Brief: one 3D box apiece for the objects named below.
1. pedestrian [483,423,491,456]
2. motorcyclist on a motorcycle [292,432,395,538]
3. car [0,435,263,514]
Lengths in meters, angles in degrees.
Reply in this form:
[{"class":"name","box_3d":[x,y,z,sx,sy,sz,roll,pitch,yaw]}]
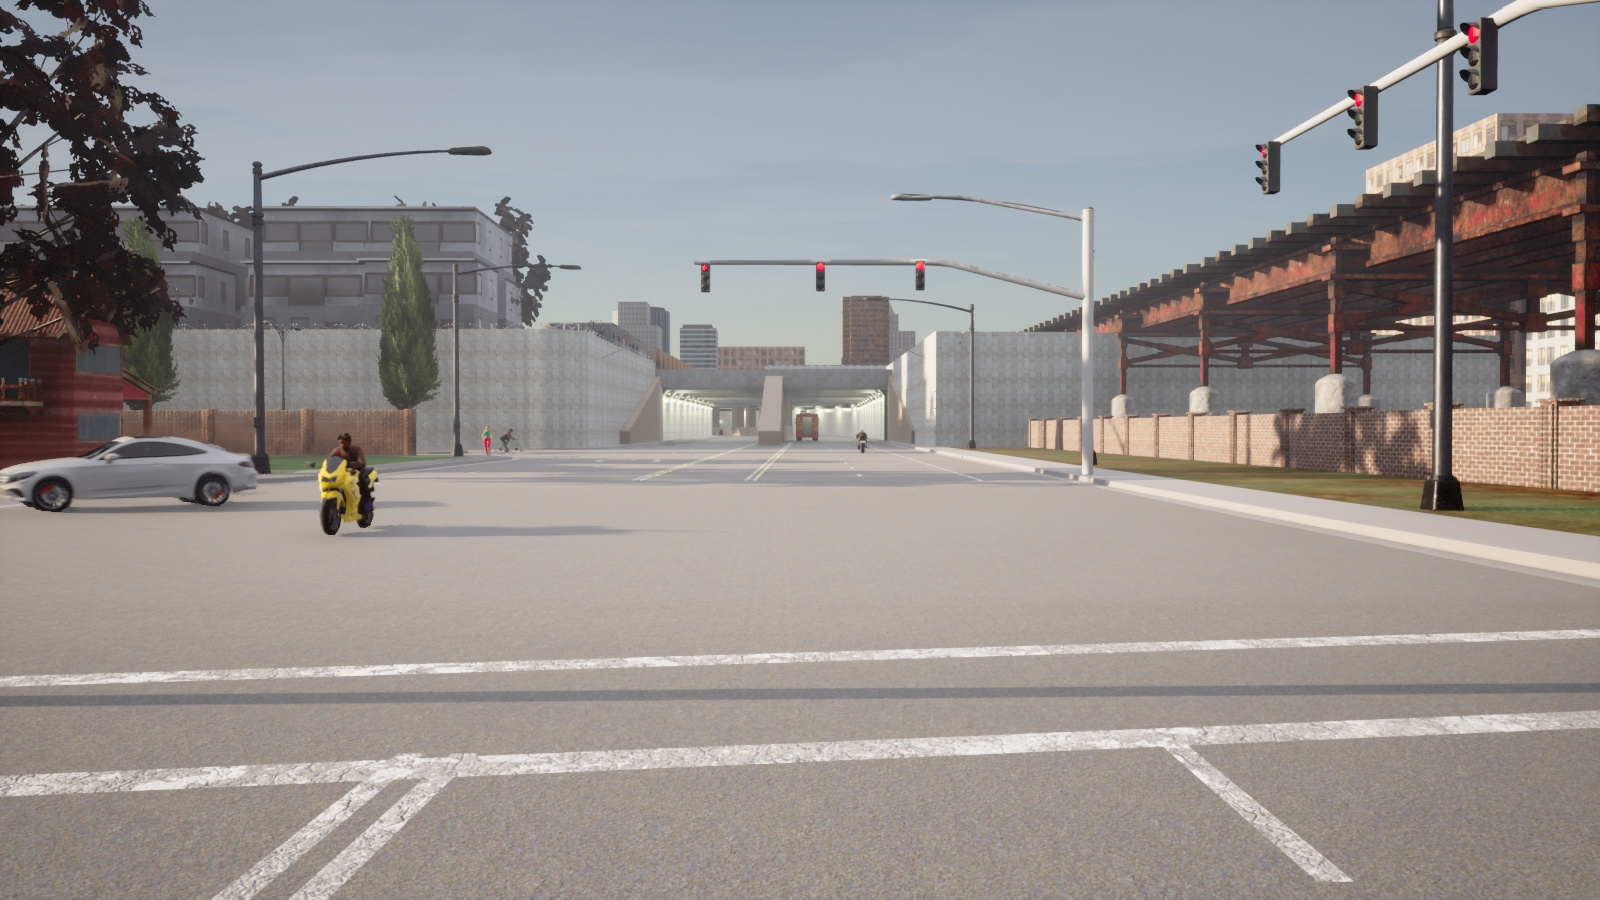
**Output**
[{"class":"pedestrian","box_3d":[-17.271,-0.572,69.351,0.345,1.836,0.594,0,1,-6]},{"class":"motorcyclist on a motorcycle","box_3d":[-6.878,0.487,19.023,0.797,1.523,2.044,0,1,0]},{"class":"car","box_3d":[-13.595,0.422,25.438,4.674,1.442,1.812,-1,2,-39]}]
